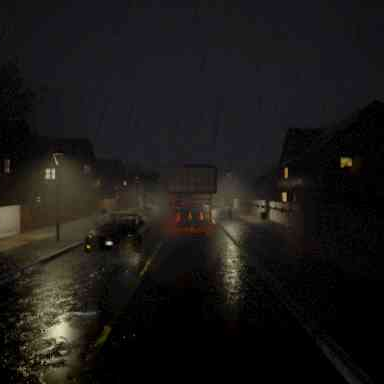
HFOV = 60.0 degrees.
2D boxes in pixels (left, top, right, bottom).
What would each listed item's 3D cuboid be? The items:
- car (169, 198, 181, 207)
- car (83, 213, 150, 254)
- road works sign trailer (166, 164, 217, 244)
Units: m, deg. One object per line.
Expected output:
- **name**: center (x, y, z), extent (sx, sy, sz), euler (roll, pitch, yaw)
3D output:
- **car**: center (-2.806, 1.748, 55.733), extent (2.033, 1.411, 5.357), euler (0, 0, 1)
- **car**: center (-2.850, 1.568, 13.400), extent (1.994, 1.385, 4.181), euler (0, 0, 0)
- **road works sign trailer**: center (-0.004, 0.473, 15.972), extent (2.380, 3.560, 2.880), euler (0, 0, 1)
